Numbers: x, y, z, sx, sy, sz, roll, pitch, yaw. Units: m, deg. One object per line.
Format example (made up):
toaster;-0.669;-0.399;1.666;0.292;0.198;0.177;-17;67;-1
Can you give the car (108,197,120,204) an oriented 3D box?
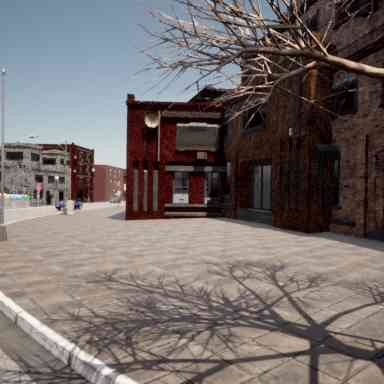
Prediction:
car;-17.936;1.925;77.124;1.812;1.442;4.674;1;0;3

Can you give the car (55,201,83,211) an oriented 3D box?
car;-16.275;1.793;44.340;1.895;1.301;4.718;1;0;3
